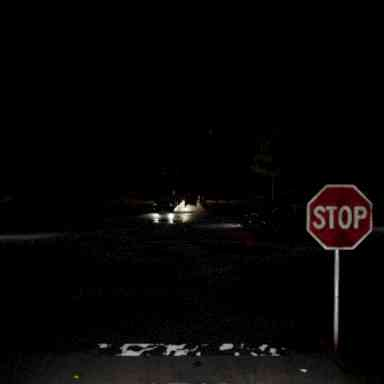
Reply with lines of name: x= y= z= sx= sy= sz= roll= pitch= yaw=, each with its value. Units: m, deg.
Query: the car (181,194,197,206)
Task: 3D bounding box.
car: x=-0.218 y=1.510 z=53.589 sx=2.128 sy=1.511 sz=4.902 roll=0 pitch=0 yaw=0

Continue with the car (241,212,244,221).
car: x=5.923 y=1.339 z=21.487 sx=5.357 sy=1.411 sz=2.033 roll=-2 pitch=1 yaw=0

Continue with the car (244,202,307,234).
car: x=5.558 y=1.349 z=17.795 sx=4.902 sy=1.511 sz=2.128 roll=-1 pitch=1 yaw=0

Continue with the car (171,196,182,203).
car: x=-3.196 y=1.560 z=69.930 sx=2.033 sy=1.411 sz=5.357 roll=0 pitch=0 yaw=0

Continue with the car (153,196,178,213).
car: x=-3.016 y=1.354 z=36.452 sx=2.097 sy=1.767 sz=4.553 roll=0 pitch=0 yaw=0

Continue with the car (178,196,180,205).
car: x=-3.104 y=1.489 z=47.908 sx=1.882 sy=1.535 sz=5.008 roll=0 pitch=0 yaw=0
